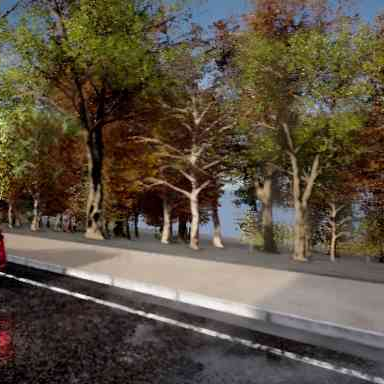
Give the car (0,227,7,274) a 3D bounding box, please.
[{"bbox_3d":[-7.050,1.284,8.709,5.566,2.045,2.150,0,0,35],"label":"car"}]
